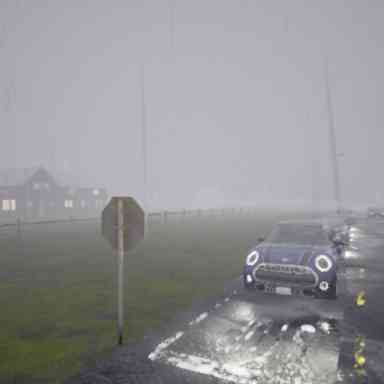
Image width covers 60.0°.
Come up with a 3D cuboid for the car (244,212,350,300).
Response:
[{"bbox_3d":[3.017,1.599,9.231,2.097,1.767,4.553,-1,-2,28],"label":"car"}]

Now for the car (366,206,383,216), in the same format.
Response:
[{"bbox_3d":[26.641,2.740,48.607,2.033,1.411,5.357,-1,-2,27],"label":"car"}]

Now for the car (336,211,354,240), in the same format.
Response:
[{"bbox_3d":[7.493,1.982,17.876,1.812,1.442,4.674,-1,-2,27],"label":"car"}]

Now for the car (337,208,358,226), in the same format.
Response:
[{"bbox_3d":[14.223,2.266,30.898,2.128,1.511,4.902,-1,-2,28],"label":"car"}]

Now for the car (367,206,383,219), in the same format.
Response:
[{"bbox_3d":[22.115,2.566,39.820,1.895,1.301,4.718,-1,-2,27],"label":"car"}]
